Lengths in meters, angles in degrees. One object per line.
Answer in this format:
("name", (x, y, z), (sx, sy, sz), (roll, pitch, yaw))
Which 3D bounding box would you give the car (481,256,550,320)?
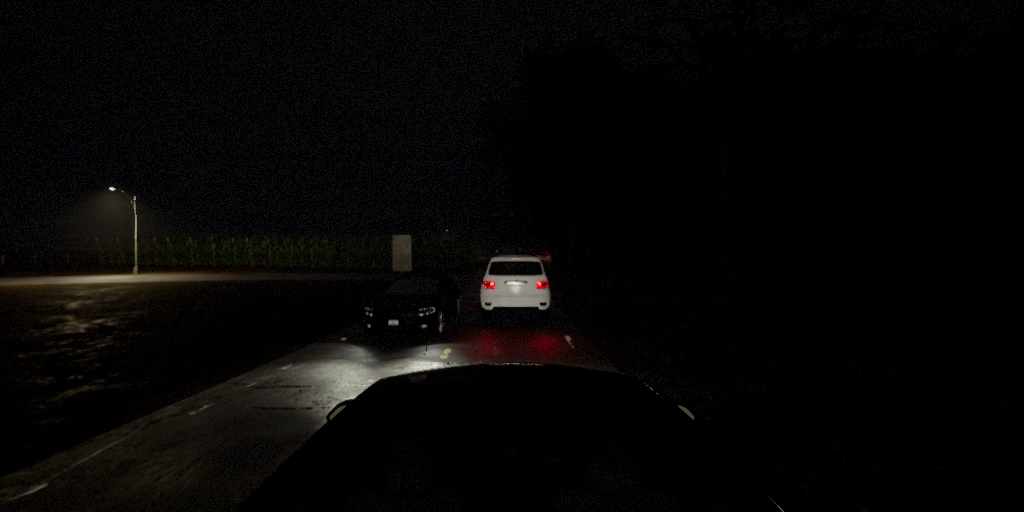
("car", (0.114, 1.020, 13.064), (2.150, 2.045, 5.566), (0, 0, 0))

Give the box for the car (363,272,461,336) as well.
("car", (-2.739, 1.268, 10.775), (1.882, 1.535, 5.008), (0, 0, 0))
